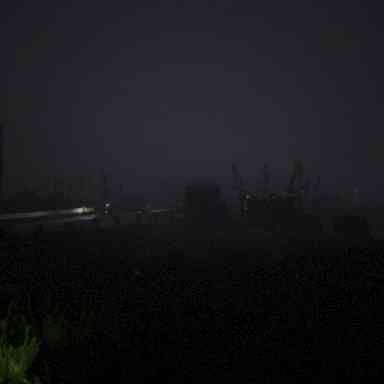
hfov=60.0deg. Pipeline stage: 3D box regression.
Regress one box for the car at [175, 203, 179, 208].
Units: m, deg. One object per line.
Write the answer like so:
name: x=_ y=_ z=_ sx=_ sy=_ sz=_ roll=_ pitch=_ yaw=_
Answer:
car: x=0.390 y=0.798 z=33.635 sx=2.128 sy=1.511 sz=4.902 roll=0 pitch=1 yaw=42

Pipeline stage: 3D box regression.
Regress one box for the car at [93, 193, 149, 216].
car: x=-5.673 y=0.947 z=26.845 sx=2.097 sy=1.767 sz=4.553 roll=0 pitch=3 yaw=40
